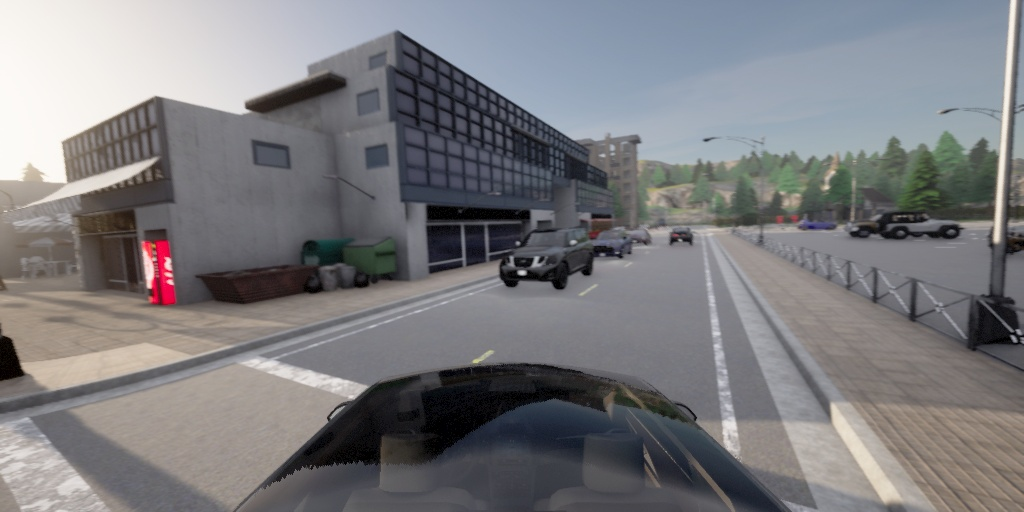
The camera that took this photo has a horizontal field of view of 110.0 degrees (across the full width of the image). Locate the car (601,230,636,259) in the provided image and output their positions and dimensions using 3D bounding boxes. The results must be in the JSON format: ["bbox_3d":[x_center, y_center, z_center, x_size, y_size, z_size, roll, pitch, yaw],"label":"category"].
[{"bbox_3d":[6.290,-0.855,22.872,2.097,1.767,4.553,0,5,28],"label":"car"}]

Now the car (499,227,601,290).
[{"bbox_3d":[1.591,-0.059,13.948,2.150,2.045,5.566,0,5,28],"label":"car"}]

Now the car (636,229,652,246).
[{"bbox_3d":[11.783,-1.760,33.267,1.812,1.442,4.674,0,5,28],"label":"car"}]

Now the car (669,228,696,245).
[{"bbox_3d":[15.285,-1.788,32.254,1.837,1.490,4.892,0,5,28],"label":"car"}]
